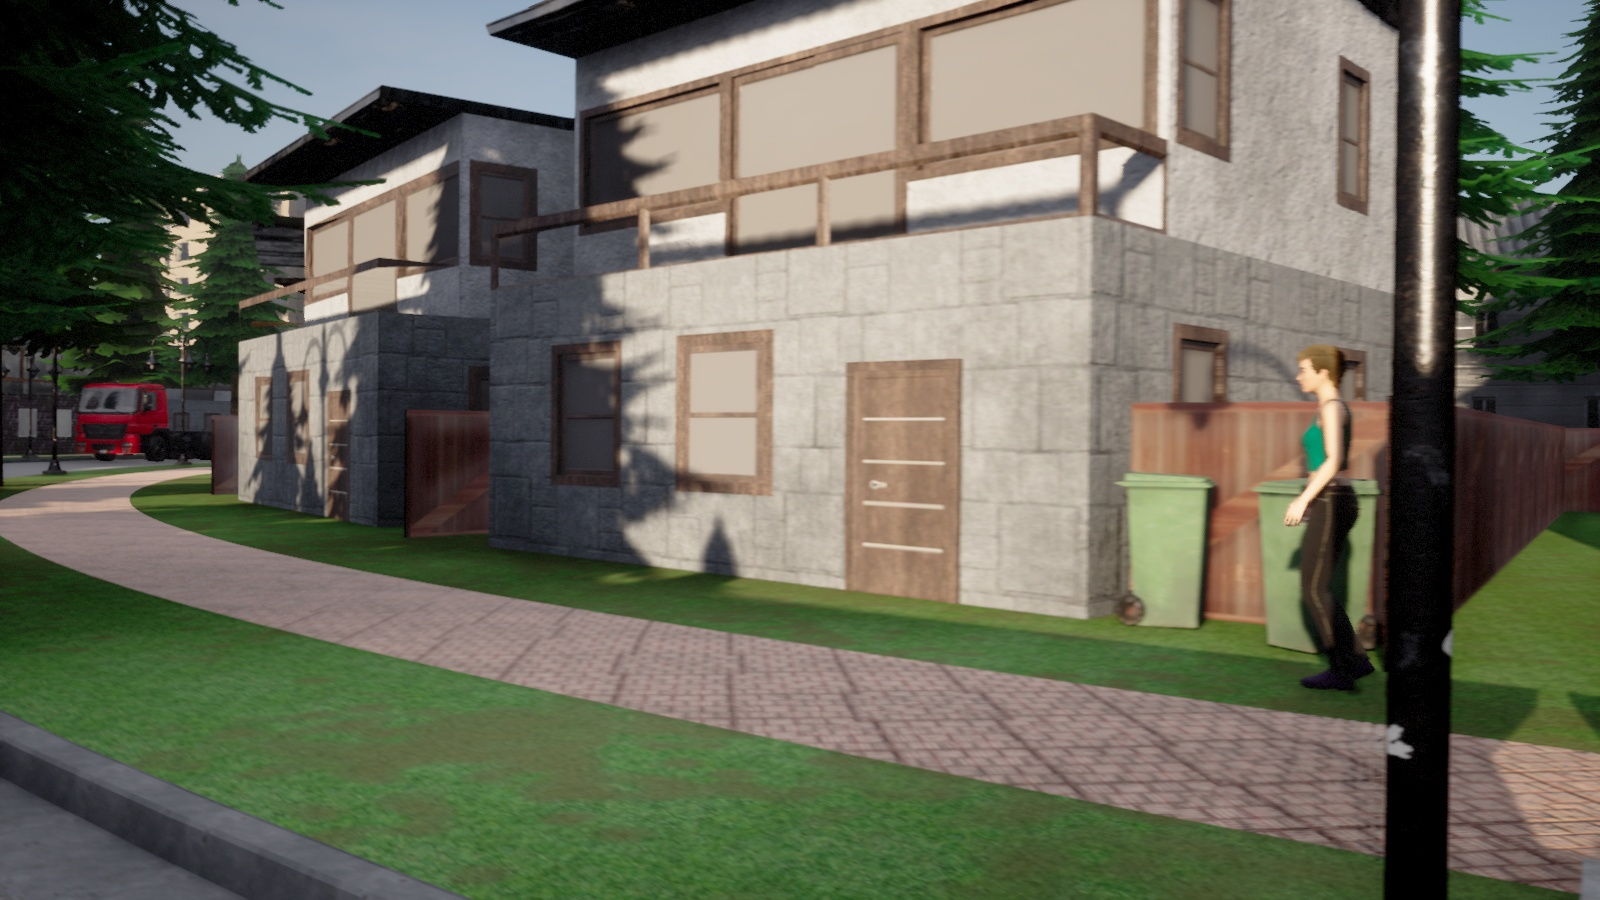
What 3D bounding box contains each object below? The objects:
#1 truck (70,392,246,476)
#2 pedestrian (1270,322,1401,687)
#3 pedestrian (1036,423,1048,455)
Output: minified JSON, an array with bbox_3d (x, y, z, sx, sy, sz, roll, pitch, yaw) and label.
[{"bbox_3d":[-28.423,-0.730,56.111,2.891,3.462,7.936,0,1,9],"label":"truck"},{"bbox_3d":[2.821,0.275,6.612,0.594,1.836,0.345,0,1,30],"label":"pedestrian"},{"bbox_3d":[14.146,-0.653,73.354,0.634,1.846,0.331,0,1,22],"label":"pedestrian"}]
